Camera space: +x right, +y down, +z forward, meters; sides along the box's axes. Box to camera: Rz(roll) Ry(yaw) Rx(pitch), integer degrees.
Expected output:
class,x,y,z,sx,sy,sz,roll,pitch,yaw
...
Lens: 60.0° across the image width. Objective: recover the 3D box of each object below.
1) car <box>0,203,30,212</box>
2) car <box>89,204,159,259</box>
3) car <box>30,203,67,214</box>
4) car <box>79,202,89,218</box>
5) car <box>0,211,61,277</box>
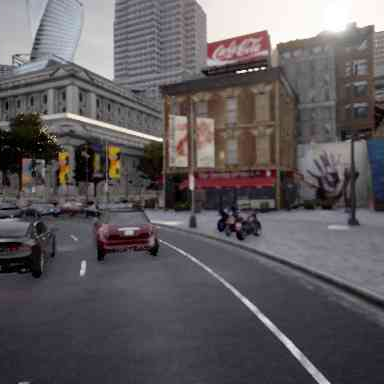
class,x,y,z,sx,sy,sz,roll,pitch,yaw
car,-15.451,1.661,27.364,2.128,1.511,4.902,0,0,-42
car,-2.762,1.382,13.063,2.097,1.767,4.553,-1,0,-19
car,-14.145,1.702,31.218,2.033,1.411,5.357,-1,0,-44
car,-7.963,1.682,29.054,1.895,1.301,4.718,-1,0,-35
car,-5.348,1.563,10.186,1.837,1.490,4.892,0,0,-16
